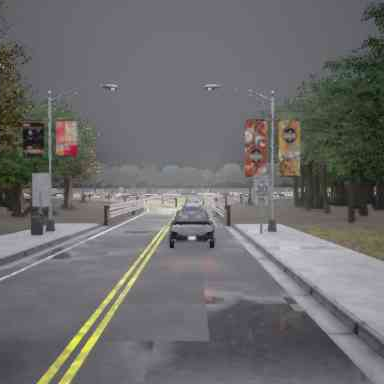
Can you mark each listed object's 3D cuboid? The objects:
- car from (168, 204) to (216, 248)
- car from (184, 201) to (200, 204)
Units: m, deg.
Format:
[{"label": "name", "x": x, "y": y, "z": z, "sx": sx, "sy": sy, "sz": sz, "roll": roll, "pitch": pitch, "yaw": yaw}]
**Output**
[{"label": "car", "x": 0.000, "y": 1.489, "z": 14.651, "sx": 2.128, "sy": 1.511, "sz": 4.902, "roll": 0, "pitch": 0, "yaw": 0}, {"label": "car", "x": 0.001, "y": 1.523, "z": 29.654, "sx": 1.812, "sy": 1.442, "sz": 4.674, "roll": 0, "pitch": 0, "yaw": 0}]
